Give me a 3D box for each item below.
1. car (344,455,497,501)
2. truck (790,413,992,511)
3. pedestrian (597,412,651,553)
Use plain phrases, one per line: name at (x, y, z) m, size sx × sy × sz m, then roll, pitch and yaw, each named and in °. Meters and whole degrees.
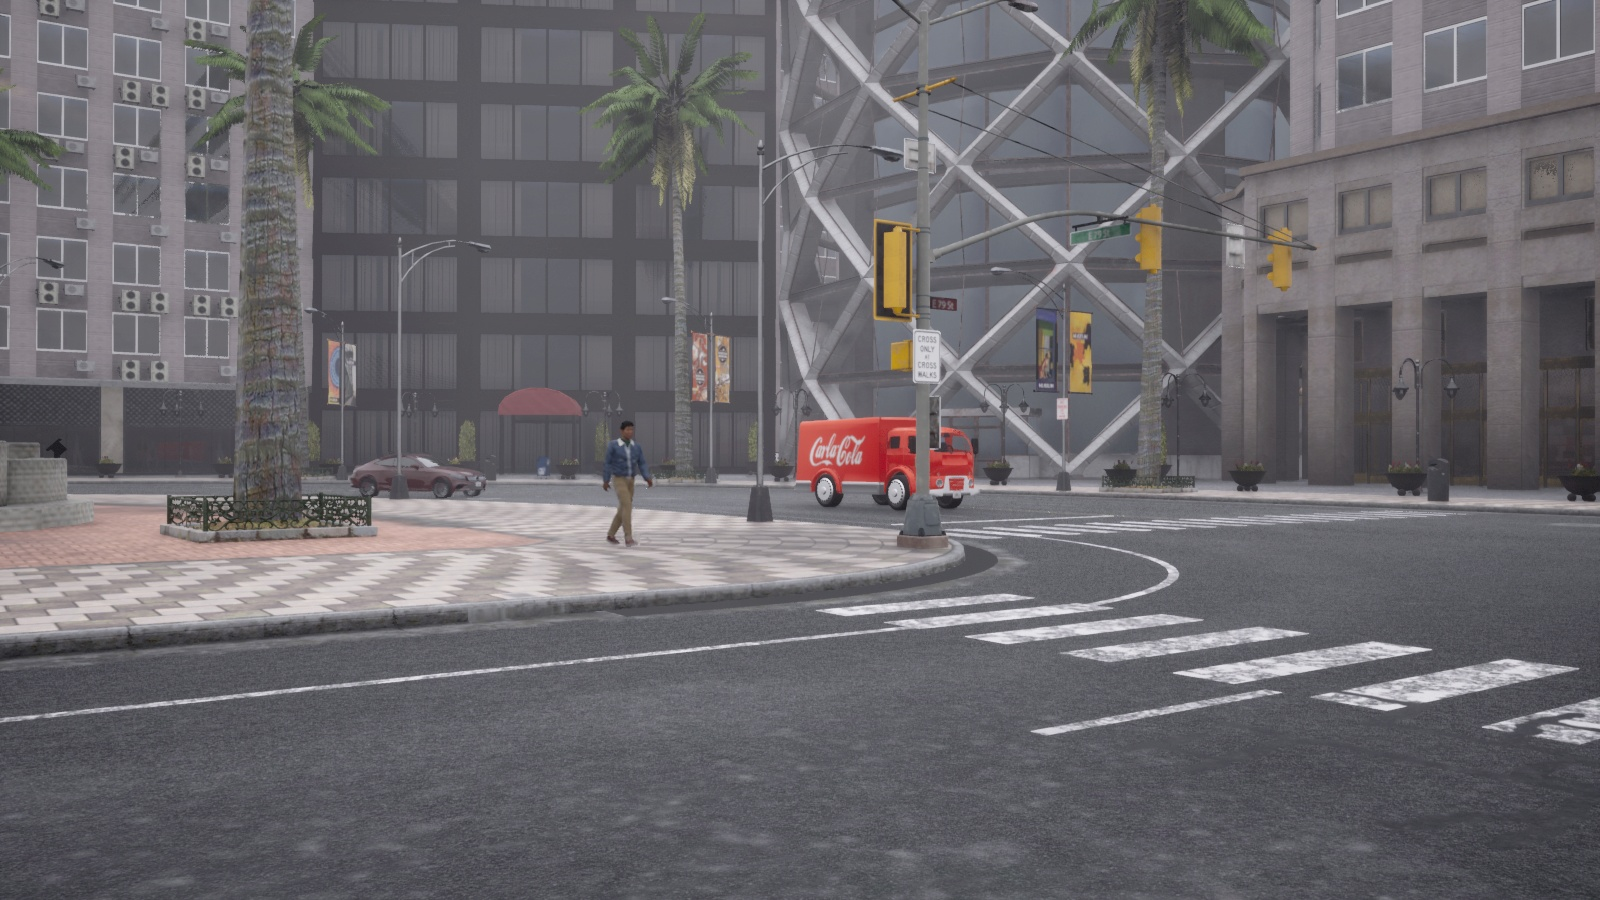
car at (-12.524, 0.899, 41.413) m, size 4.674 × 1.442 × 1.812 m, roll 0°, pitch 0°, yaw 20°
truck at (2.402, 0.347, 34.422) m, size 2.627 × 2.467 × 5.204 m, roll 0°, pitch -1°, yaw -39°
pedestrian at (-2.502, 0.450, 17.813) m, size 0.423 × 1.949 × 0.788 m, roll 0°, pitch 0°, yaw -36°
